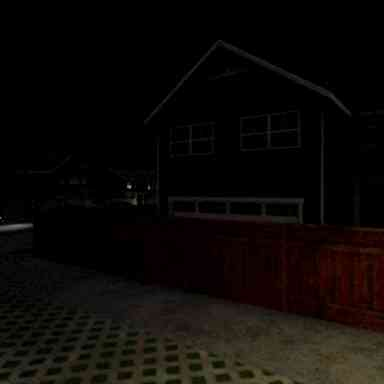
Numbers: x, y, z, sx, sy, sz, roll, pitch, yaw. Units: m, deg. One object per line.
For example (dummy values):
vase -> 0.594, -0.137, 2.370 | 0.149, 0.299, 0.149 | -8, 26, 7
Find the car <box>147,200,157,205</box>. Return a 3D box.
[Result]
car -> -5.153, 1.918, 49.974 | 1.882, 1.535, 5.008 | 0, 0, 16

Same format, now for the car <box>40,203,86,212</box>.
car -> -11.075, 1.717, 28.845 | 2.128, 1.511, 4.902 | 0, -1, 15

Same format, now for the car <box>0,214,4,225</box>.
car -> -13.682, 1.670, 19.394 | 2.033, 1.411, 5.357 | 0, -1, 15

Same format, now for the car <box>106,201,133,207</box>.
car -> -8.411, 1.831, 38.418 | 1.837, 1.490, 4.892 | 0, 0, 16
